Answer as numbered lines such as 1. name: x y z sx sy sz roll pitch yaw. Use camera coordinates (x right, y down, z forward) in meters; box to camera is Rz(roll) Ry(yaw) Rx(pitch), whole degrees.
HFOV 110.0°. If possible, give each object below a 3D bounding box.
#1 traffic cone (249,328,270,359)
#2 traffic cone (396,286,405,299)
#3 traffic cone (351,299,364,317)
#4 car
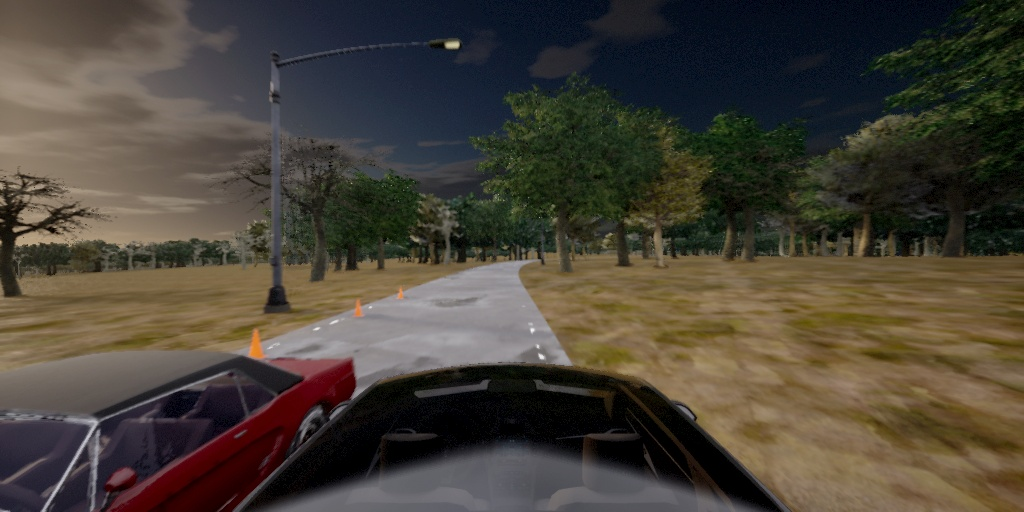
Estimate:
1. traffic cone: -5.102 1.742 7.149 0.340 0.580 0.340 0 0 -1
2. traffic cone: -5.307 1.725 17.118 0.340 0.580 0.340 0 0 -1
3. traffic cone: -5.193 1.736 12.119 0.340 0.580 0.340 0 0 -1
4. car: -2.707 1.370 1.883 1.895 1.301 4.718 0 0 0
